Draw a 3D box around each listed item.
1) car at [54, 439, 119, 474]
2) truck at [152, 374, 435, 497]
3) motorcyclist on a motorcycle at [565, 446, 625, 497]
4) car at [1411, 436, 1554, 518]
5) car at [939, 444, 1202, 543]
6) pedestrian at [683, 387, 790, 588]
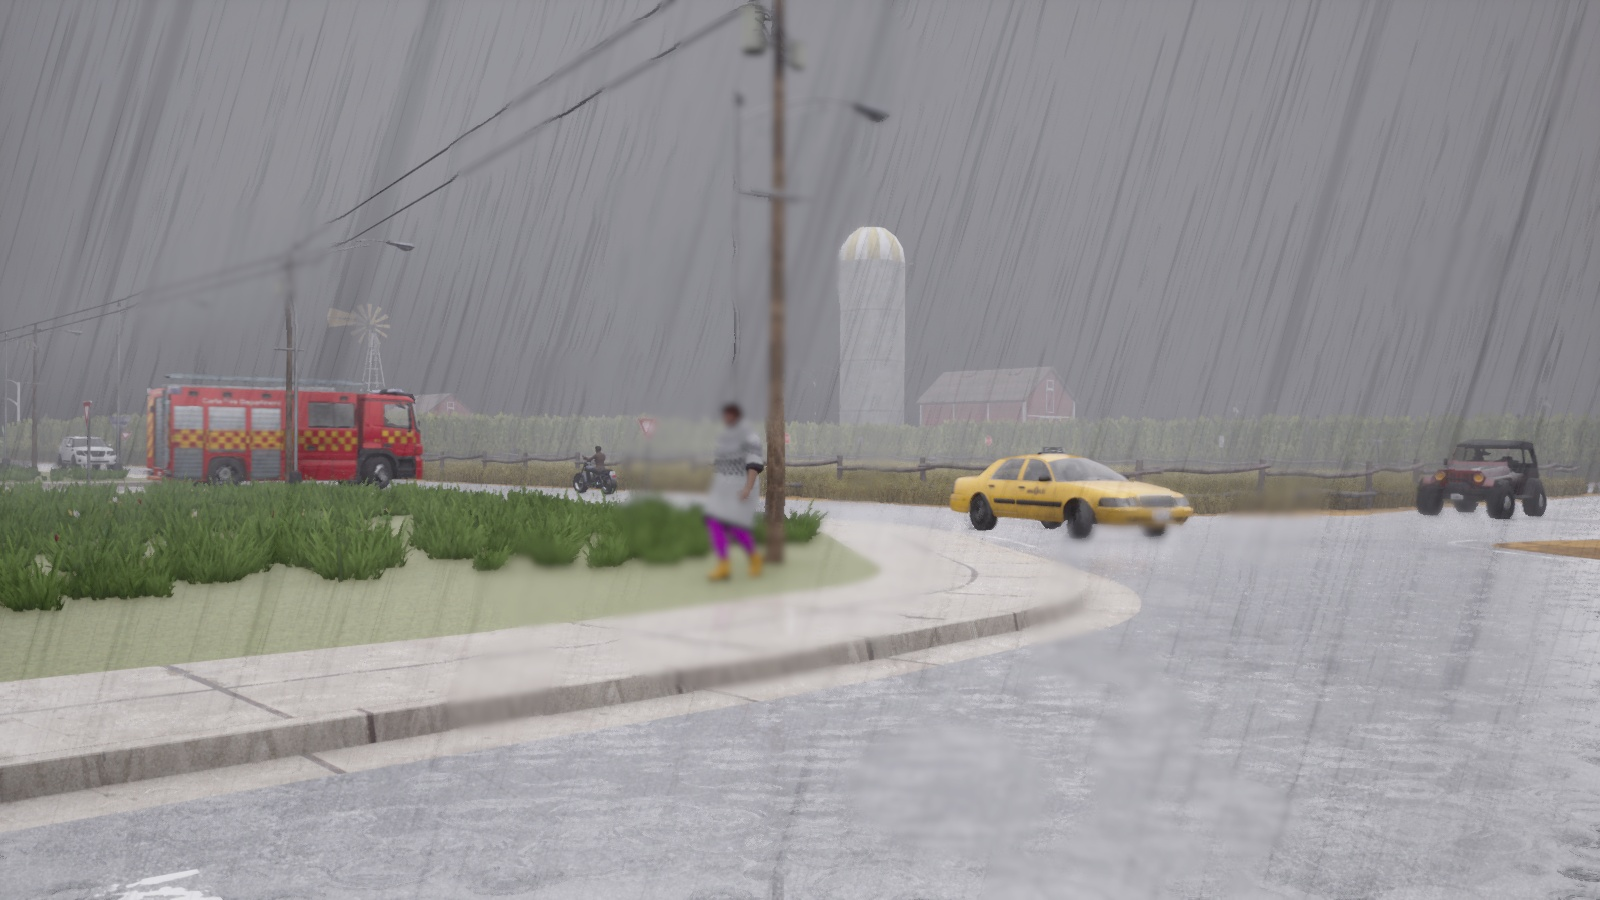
[{"bbox_3d":[-42.893,0.364,75.434,2.150,2.045,5.566,0,0,-43],"label":"car"},{"bbox_3d":[-17.099,-0.452,42.884,8.468,3.827,2.891,0,0,-41],"label":"truck"},{"bbox_3d":[-6.829,0.695,41.765,0.766,1.649,2.350,0,0,-43],"label":"motorcyclist on a motorcycle"},{"bbox_3d":[16.686,0.612,30.640,3.866,1.878,1.905,0,0,-42],"label":"car"},{"bbox_3d":[4.660,0.693,22.641,1.801,1.575,5.366,0,0,-24],"label":"car"},{"bbox_3d":[-0.636,0.365,12.730,0.659,1.952,0.873,0,0,40],"label":"pedestrian"}]
